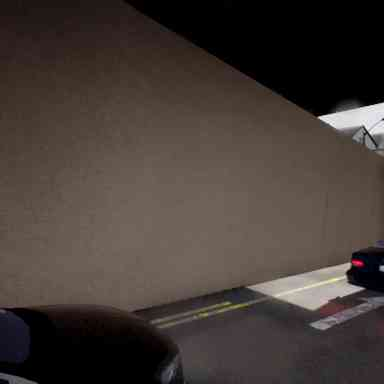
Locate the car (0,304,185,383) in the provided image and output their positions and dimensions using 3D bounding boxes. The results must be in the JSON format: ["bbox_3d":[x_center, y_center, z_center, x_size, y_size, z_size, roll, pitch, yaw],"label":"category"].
[{"bbox_3d":[-2.302,1.491,2.180,4.902,1.511,2.128,0,0,-35],"label":"car"}]

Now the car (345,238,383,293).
[{"bbox_3d":[5.818,1.547,7.906,5.357,1.411,2.033,0,0,-36],"label":"car"}]
